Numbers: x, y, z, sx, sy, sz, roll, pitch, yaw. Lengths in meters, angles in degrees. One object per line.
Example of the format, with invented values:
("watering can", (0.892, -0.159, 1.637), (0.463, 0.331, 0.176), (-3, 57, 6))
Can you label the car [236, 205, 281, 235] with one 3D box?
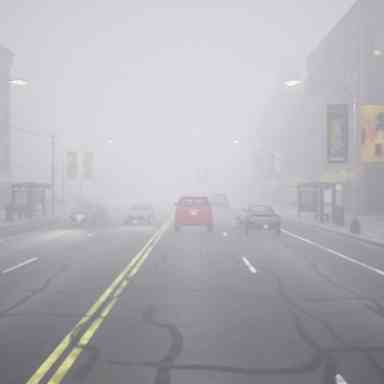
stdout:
("car", (3.599, 1.463, 18.634), (2.128, 1.511, 4.902), (0, 0, 0))

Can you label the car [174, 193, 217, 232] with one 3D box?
("car", (0.098, 1.193, 20.026), (2.150, 2.045, 5.566), (0, 0, 0))

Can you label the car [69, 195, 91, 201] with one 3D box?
("car", (-25.758, 1.403, 76.389), (4.674, 1.452, 2.002), (0, 0, 20))

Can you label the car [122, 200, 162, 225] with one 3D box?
("car", (-3.605, 1.511, 23.927), (2.033, 1.411, 5.357), (0, 0, 0))

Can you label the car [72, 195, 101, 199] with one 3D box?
("car", (-19.756, 1.430, 62.038), (4.674, 1.442, 1.812), (0, 0, 35))

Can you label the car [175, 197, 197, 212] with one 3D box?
("car", (-0.825, 1.417, 39.764), (1.882, 1.535, 5.008), (0, 0, -10))

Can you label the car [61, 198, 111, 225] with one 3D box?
("car", (-7.134, 1.456, 23.480), (2.128, 1.511, 4.902), (0, 0, 0))

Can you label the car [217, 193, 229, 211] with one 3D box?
("car", (2.772, 1.161, 39.605), (2.150, 2.045, 5.566), (0, 0, -10))

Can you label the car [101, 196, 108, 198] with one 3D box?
("car", (-20.455, 1.481, 74.219), (4.718, 1.301, 1.895), (0, 0, 30))

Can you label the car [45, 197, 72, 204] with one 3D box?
("car", (-24.818, 1.533, 61.032), (4.718, 1.301, 1.895), (0, 0, 30))
